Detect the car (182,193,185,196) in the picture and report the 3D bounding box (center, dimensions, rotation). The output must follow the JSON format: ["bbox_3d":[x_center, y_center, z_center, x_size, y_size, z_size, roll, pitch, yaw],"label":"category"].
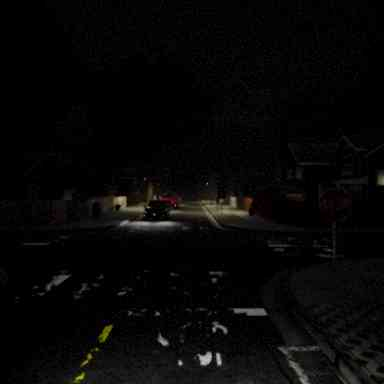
[{"bbox_3d":[-2.758,1.383,59.483,1.882,1.535,5.008,0,0,1],"label":"car"}]

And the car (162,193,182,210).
[{"bbox_3d":[-2.813,1.151,41.561,2.150,2.045,5.566,0,0,1],"label":"car"}]

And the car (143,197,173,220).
[{"bbox_3d":[-2.837,1.454,27.310,1.837,1.490,4.892,0,0,0],"label":"car"}]
